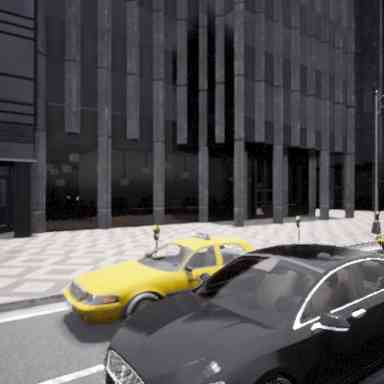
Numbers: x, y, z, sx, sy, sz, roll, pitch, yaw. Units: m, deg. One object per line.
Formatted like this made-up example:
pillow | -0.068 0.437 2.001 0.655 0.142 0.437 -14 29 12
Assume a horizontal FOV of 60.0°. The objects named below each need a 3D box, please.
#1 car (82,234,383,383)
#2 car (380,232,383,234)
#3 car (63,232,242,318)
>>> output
car | 1.339 1.517 4.330 4.892 1.490 1.837 0 0 -35
car | 9.221 1.575 13.324 4.829 1.417 1.752 0 0 -35
car | 0.000 1.538 6.771 4.829 1.417 1.752 1 -1 -34
